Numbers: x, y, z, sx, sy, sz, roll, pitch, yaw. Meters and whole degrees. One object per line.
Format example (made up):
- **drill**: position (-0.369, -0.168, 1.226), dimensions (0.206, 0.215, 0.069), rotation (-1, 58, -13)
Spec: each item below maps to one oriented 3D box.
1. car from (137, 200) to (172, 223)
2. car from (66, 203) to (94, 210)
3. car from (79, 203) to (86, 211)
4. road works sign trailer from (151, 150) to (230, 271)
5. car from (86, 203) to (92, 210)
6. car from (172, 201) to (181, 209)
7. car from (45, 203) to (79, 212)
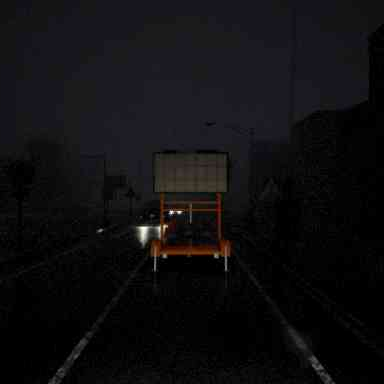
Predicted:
- **car**: position (-3.338, 1.716, 30.559), dimensions (2.150, 2.045, 5.566), rotation (0, -1, 0)
- **car**: position (-21.870, 2.823, 65.036), dimensions (4.674, 1.452, 2.002), rotation (0, -1, 0)
- **car**: position (-21.884, 2.627, 58.617), dimensions (4.892, 1.521, 2.231), rotation (0, -1, 0)
- **road works sign trailer**: position (-0.038, 0.451, 10.772), dimensions (2.380, 3.560, 2.880), rotation (0, -1, 0)
- **car**: position (-21.887, 2.706, 61.889), dimensions (5.008, 1.535, 2.097), rotation (0, -1, 0)
- **car**: position (-3.172, 2.933, 65.059), dimensions (1.895, 1.301, 4.718), rotation (0, -1, 0)
- **car**: position (-21.895, 2.585, 55.341), dimensions (4.674, 1.452, 2.002), rotation (0, -1, 0)
